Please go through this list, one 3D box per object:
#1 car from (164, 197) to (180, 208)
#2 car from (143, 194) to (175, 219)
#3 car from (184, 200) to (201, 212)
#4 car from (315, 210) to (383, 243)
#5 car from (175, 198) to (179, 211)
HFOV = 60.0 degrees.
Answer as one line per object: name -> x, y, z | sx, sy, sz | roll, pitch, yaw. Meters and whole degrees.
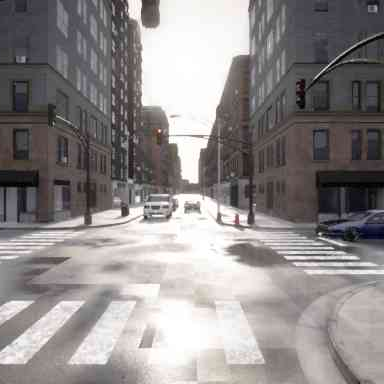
car -> -2.932, 1.530, 49.761 | 2.033, 1.411, 5.357 | 0, 0, 0
car -> -2.901, 1.216, 29.215 | 2.150, 2.045, 5.566 | 0, 0, 0
car -> 0.043, 1.591, 38.695 | 1.895, 1.301, 4.718 | 0, 0, 0
car -> 8.644, 1.563, 15.449 | 5.357, 1.411, 2.033 | 0, 0, 1
car -> -2.914, 1.342, 39.479 | 2.097, 1.767, 4.553 | 0, 0, 0
